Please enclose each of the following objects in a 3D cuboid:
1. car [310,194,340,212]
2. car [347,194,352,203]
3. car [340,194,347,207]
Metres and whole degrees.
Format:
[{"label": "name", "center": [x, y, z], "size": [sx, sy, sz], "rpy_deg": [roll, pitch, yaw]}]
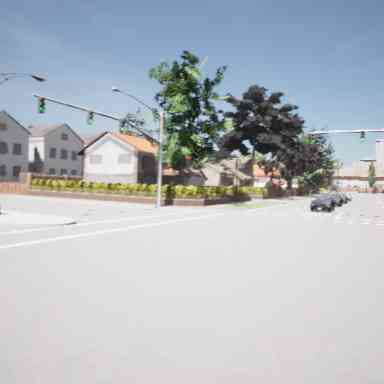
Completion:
[{"label": "car", "center": [12.835, 1.112, 32.438], "size": [2.033, 1.411, 5.357], "rpy_deg": [3, 2, 28]}, {"label": "car", "center": [22.533, 0.968, 50.294], "size": [2.033, 1.411, 5.357], "rpy_deg": [3, 2, 29]}, {"label": "car", "center": [17.666, 1.039, 41.362], "size": [2.033, 1.411, 5.357], "rpy_deg": [3, 2, 28]}]
